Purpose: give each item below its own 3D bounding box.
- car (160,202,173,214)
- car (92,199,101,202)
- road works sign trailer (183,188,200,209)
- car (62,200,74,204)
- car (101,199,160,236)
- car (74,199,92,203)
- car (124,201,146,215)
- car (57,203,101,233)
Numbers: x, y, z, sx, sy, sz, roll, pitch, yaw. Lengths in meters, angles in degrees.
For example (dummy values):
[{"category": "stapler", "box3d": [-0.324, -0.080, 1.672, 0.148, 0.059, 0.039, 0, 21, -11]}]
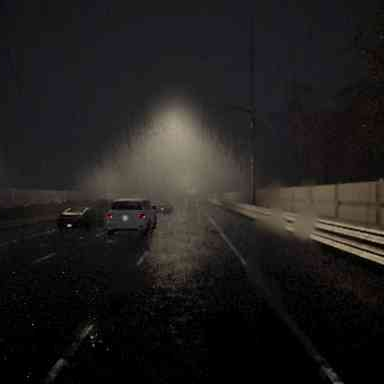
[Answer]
[{"category": "car", "box3d": [-3.405, 1.941, 40.382, 1.994, 1.385, 4.181, 0, -1, 0]}, {"category": "car", "box3d": [-17.510, 2.130, 65.761, 1.882, 1.535, 5.008, 0, 0, 0]}, {"category": "road works sign trailer", "box3d": [-0.008, 0.987, 54.802, 2.380, 3.560, 2.880, 0, -1, 0]}, {"category": "car", "box3d": [-24.510, 2.209, 67.063, 1.895, 1.301, 4.718, 0, -1, 0]}, {"category": "car", "box3d": [-3.405, 1.401, 19.634, 2.150, 2.045, 5.566, 0, 0, 0]}, {"category": "car", "box3d": [-21.010, 2.105, 65.706, 1.882, 1.535, 5.008, 0, -1, 0]}, {"category": "car", "box3d": [-6.904, 1.906, 40.818, 1.812, 1.442, 4.674, 0, 0, 0]}, {"category": "car", "box3d": [-6.904, 1.684, 21.165, 2.128, 1.511, 4.902, 0, 0, 0]}]
